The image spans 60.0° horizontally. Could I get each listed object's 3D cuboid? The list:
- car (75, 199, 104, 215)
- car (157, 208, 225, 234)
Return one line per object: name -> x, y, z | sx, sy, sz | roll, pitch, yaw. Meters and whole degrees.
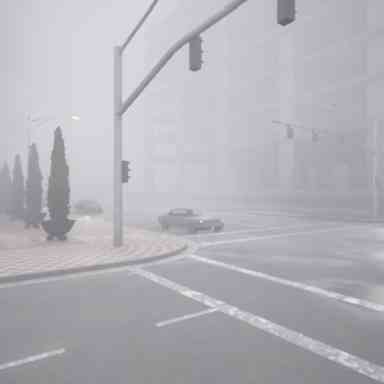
car -> -10.875, 1.555, 35.064 | 1.837, 1.490, 4.892 | 0, 0, -35
car -> -0.144, 1.652, 19.733 | 1.895, 1.301, 4.718 | 0, 0, -35
